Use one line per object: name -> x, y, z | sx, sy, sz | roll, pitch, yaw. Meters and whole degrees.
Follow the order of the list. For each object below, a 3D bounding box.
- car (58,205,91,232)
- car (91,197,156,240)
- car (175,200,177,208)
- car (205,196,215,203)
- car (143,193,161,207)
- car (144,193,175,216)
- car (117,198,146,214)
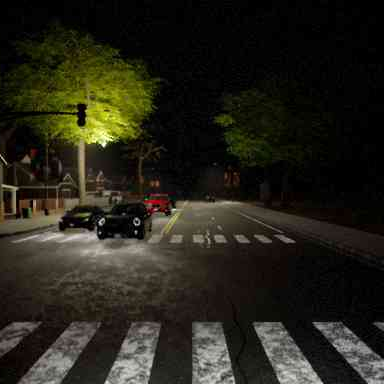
car -> -6.496, 1.517, 20.310 | 1.812, 1.442, 4.674 | 0, 0, 0
car -> -3.265, 1.345, 16.867 | 2.097, 1.767, 4.553 | 0, 0, 0
car -> -3.108, 1.496, 45.229 | 1.837, 1.490, 4.892 | 0, 0, 0
car -> 3.687, 1.499, 67.625 | 1.837, 1.490, 4.892 | 0, 0, 1
car -> -6.280, 1.214, 53.249 | 2.150, 2.045, 5.566 | 0, 0, 1
car -> -3.183, 1.212, 32.191 | 2.150, 2.045, 5.566 | 0, 0, 0
car -> -6.418, 1.482, 35.904 | 2.128, 1.511, 4.902 | 0, 0, 0
